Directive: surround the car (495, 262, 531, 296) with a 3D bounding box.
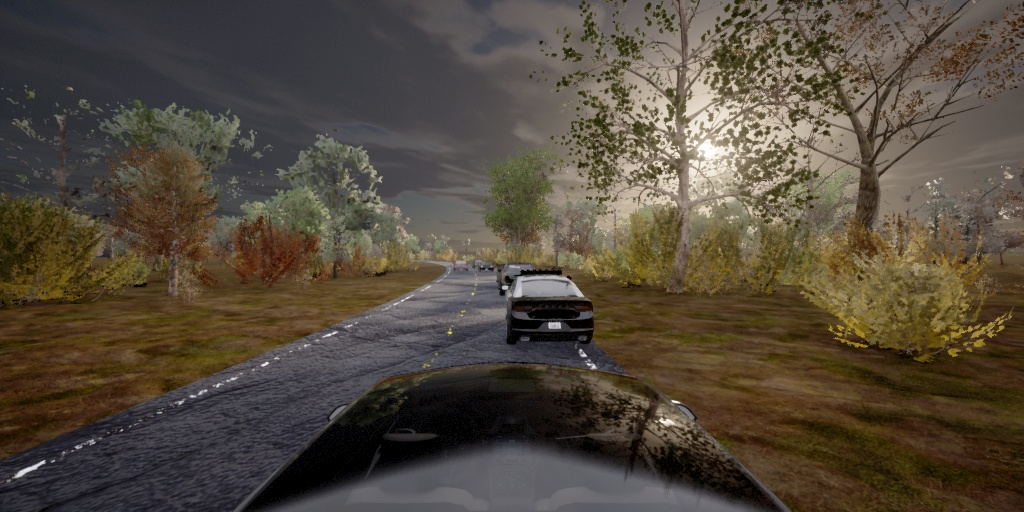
[{"bbox_3d":[0.298,1.100,19.627,2.097,1.767,4.553,0,0,-4],"label":"car"}]

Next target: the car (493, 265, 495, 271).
[{"bbox_3d":[-0.146,1.253,25.687,1.837,1.490,4.892,0,0,-5],"label":"car"}]

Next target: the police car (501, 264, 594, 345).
[{"bbox_3d":[0.768,1.175,9.698,1.930,1.638,5.238,0,0,-2],"label":"police car"}]

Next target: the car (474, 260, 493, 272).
[{"bbox_3d":[-3.479,1.347,46.593,1.895,1.301,4.718,0,0,-9],"label":"car"}]

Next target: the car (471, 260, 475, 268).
[{"bbox_3d":[-5.571,1.291,58.833,2.033,1.411,5.357,0,0,-11],"label":"car"}]

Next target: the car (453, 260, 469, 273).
[{"bbox_3d":[-6.356,1.273,44.631,1.812,1.442,4.674,0,0,-9],"label":"car"}]
